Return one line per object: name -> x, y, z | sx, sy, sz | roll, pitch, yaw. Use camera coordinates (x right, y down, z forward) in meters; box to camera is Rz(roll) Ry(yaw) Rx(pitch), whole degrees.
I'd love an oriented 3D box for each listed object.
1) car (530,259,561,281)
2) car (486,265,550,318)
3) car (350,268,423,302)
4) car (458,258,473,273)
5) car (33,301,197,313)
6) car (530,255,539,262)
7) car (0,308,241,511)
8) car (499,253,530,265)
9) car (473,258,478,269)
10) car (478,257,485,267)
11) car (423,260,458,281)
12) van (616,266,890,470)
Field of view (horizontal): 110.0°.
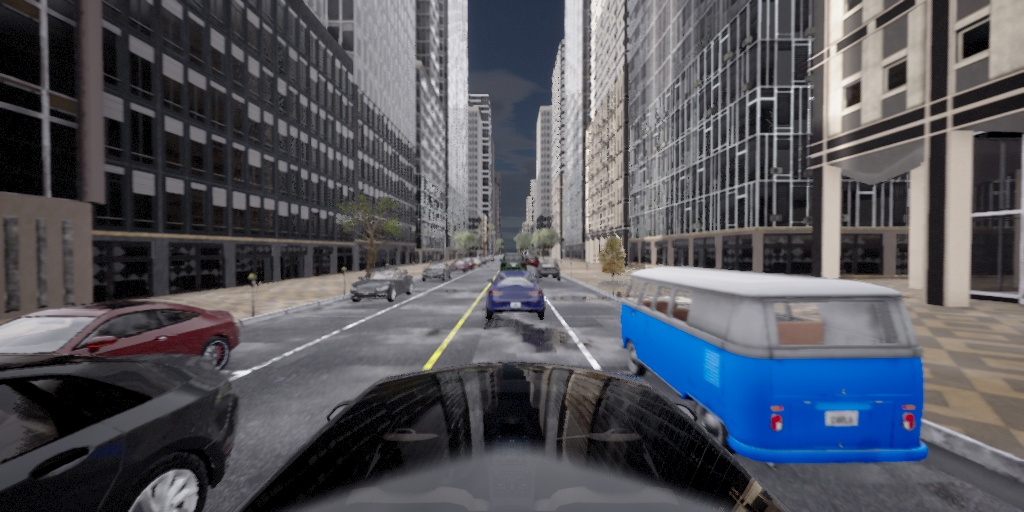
car -> 2.703, 1.147, 27.506 | 2.007, 1.370, 4.403 | 0, 0, 0
car -> 0.107, 1.212, 12.487 | 1.812, 1.442, 4.674 | 0, 0, 0
car -> -5.684, 1.214, 16.144 | 2.007, 1.370, 4.403 | 0, 0, 0
car -> -5.672, 1.109, 38.878 | 1.802, 1.307, 4.207 | 0, 0, 0
car -> -5.690, 1.313, 4.777 | 1.802, 1.307, 4.207 | 0, 0, 0
car -> 2.715, 0.775, 50.241 | 2.192, 1.841, 5.009 | 0, 0, 0
car -> -3.101, 1.259, 0.861 | 1.837, 1.490, 4.892 | 0, 0, 0
car -> 0.118, 0.803, 30.035 | 2.150, 2.045, 5.566 | 0, 0, 0
car -> -5.668, 0.933, 44.561 | 1.967, 1.591, 4.097 | 0, 0, 0
car -> -5.662, 0.950, 55.759 | 1.751, 1.417, 4.829 | 0, 0, 0
car -> -5.678, 1.146, 27.510 | 2.007, 1.370, 4.403 | 0, 0, 0
van -> 2.691, 1.073, 4.772 | 1.690, 1.789, 3.998 | 0, 0, 0
